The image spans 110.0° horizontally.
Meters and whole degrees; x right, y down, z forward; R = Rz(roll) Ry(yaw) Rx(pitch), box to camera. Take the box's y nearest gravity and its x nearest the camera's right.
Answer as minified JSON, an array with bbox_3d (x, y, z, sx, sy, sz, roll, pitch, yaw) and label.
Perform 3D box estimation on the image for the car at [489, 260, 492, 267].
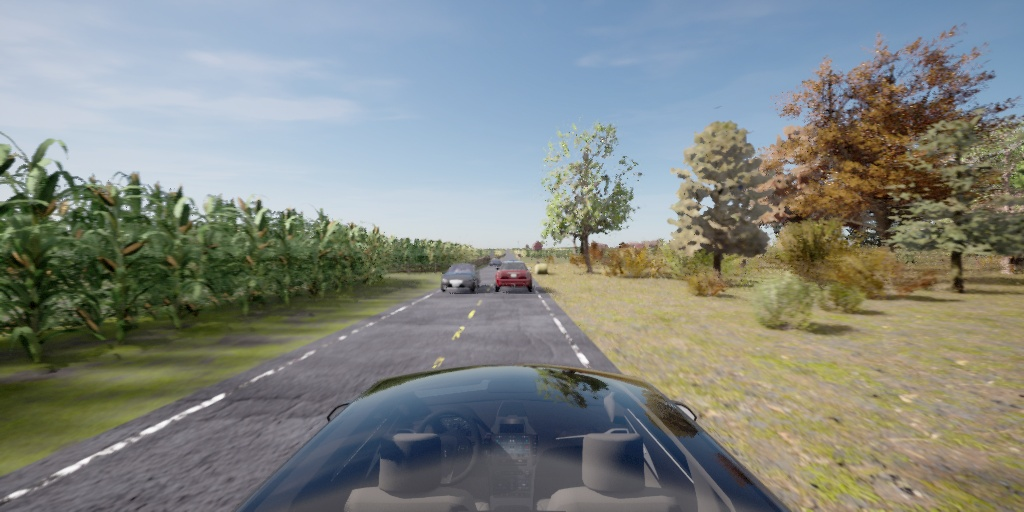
[{"bbox_3d":[-2.809,1.190,62.281,1.994,1.385,4.181,0,0,1],"label":"car"}]

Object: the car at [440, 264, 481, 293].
[{"bbox_3d":[-2.857,1.222,20.748,2.128,1.511,4.902,0,0,0],"label":"car"}]

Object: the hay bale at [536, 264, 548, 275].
[{"bbox_3d":[3.109,1.352,37.548,1.220,1.180,1.240,0,0,0],"label":"hay bale"}]

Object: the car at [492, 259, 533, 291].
[{"bbox_3d":[0.090,1.082,21.563,2.097,1.767,4.553,0,0,0],"label":"car"}]

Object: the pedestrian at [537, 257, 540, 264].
[{"bbox_3d":[2.809,0.992,38.660,0.375,1.860,0.375,0,1,0],"label":"pedestrian"}]
